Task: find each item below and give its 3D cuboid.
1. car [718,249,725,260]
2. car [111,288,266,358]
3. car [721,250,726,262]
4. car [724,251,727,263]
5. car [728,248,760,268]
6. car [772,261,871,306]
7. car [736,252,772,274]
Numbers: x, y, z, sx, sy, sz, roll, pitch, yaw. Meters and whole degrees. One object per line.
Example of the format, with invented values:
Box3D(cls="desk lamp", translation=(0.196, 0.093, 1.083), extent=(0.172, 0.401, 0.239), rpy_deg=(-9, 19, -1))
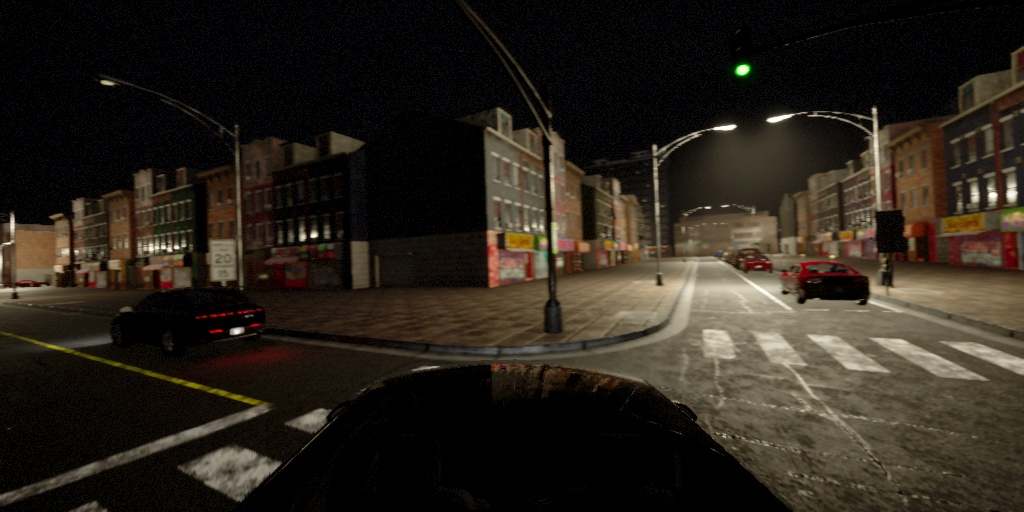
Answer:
Box3D(cls="car", translation=(31.067, 0.119, 51.196), extent=(2.007, 1.370, 4.403), rpy_deg=(0, 0, 28))
Box3D(cls="car", translation=(-8.696, 1.622, 9.611), extent=(4.892, 1.490, 1.837), rpy_deg=(-2, -1, 27))
Box3D(cls="car", translation=(28.539, 0.238, 46.384), extent=(1.802, 1.307, 4.207), rpy_deg=(0, 0, 28))
Box3D(cls="car", translation=(26.011, 0.327, 41.570), extent=(1.802, 1.307, 4.207), rpy_deg=(0, 0, 28))
Box3D(cls="car", translation=(20.954, 0.241, 31.945), extent=(2.192, 1.841, 5.009), rpy_deg=(0, 0, 28))
Box3D(cls="car", translation=(10.843, 0.852, 12.693), extent=(1.888, 1.381, 4.507), rpy_deg=(0, 0, 28))
Box3D(cls="car", translation=(18.426, 0.565, 27.132), extent=(1.888, 1.381, 4.507), rpy_deg=(0, 0, 28))
